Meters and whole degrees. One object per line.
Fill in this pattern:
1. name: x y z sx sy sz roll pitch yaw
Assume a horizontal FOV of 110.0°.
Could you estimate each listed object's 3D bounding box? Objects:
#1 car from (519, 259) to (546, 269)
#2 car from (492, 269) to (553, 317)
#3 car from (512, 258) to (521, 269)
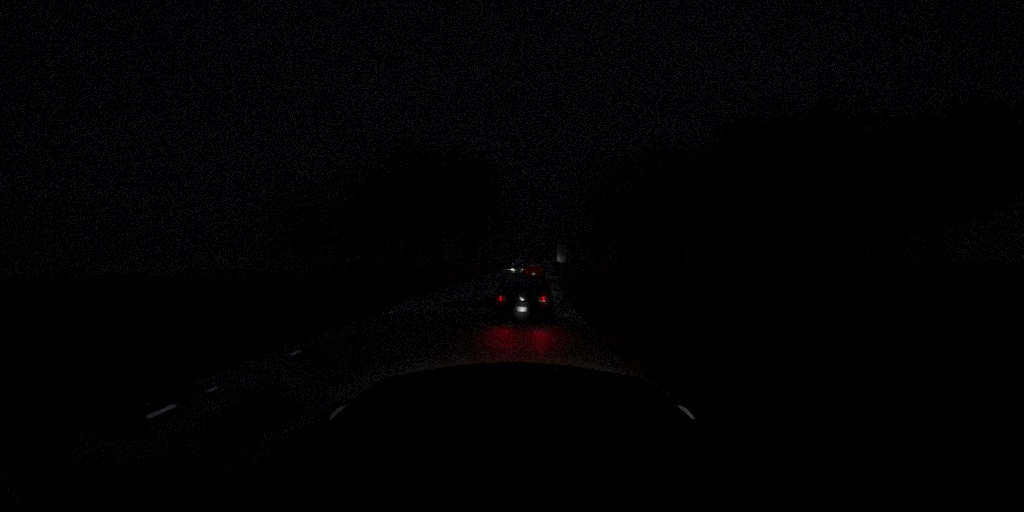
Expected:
1. car: 1.893 1.205 30.256 1.812 1.442 4.674 0 0 6
2. car: 0.456 1.321 13.052 1.895 1.301 4.718 0 0 4
3. car: 1.070 1.130 54.258 1.882 1.535 5.008 0 0 6
